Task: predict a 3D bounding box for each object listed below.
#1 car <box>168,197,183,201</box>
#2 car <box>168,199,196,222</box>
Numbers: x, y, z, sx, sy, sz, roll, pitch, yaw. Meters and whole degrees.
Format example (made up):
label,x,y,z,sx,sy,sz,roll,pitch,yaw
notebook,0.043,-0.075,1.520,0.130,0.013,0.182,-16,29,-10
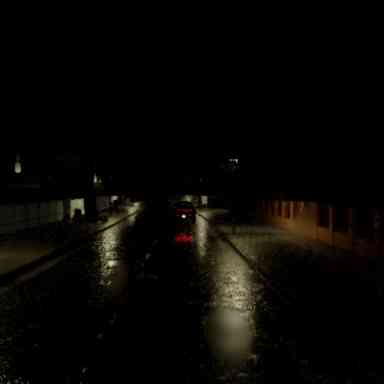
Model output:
label,x,y,z,sx,sy,sz,roll,pitch,yaw
car,-1.892,1.363,41.840,2.097,1.767,4.553,0,0,-5
car,-0.724,1.503,26.219,1.837,1.490,4.892,0,0,-3
